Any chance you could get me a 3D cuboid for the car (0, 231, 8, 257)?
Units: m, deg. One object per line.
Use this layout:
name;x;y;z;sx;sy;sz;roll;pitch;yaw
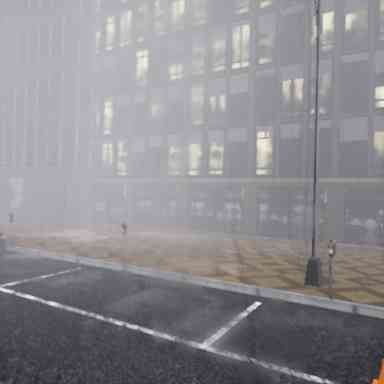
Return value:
car;-7.872;1.507;11.092;4.206;1.307;1.802;1;-1;31
